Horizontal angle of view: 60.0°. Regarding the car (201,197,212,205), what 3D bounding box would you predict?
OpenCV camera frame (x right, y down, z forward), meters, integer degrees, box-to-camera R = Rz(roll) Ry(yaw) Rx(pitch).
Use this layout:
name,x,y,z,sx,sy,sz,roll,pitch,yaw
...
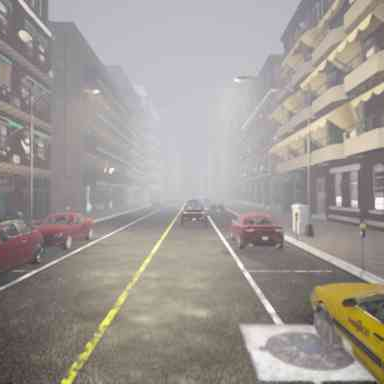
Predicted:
name,x,y,z,sx,sy,sz,roll,pitch,yaw
car,2.809,1.778,65.285,1.947,1.339,4.313,0,0,0

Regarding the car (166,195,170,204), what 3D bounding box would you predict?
name,x,y,z,sx,sy,sz,roll,pitch,yaw
car,-5.582,1.745,59.668,2.008,1.369,4.403,0,0,0

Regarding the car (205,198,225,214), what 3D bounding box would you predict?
name,x,y,z,sx,sy,sz,roll,pitch,yaw
car,2.759,1.673,37.103,2.008,1.369,4.403,0,0,0

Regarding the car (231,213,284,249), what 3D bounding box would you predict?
name,x,y,z,sx,sy,sz,roll,pitch,yaw
car,2.718,1.594,14.559,1.887,1.381,4.507,0,0,0

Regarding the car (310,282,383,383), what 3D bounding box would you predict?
name,x,y,z,sx,sy,sz,roll,pitch,yaw
car,2.698,1.537,3.457,1.752,1.417,4.829,0,0,0

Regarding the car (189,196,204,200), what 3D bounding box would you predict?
name,x,y,z,sx,sy,sz,roll,pitch,yaw
car,0.178,1.616,42.049,1.882,1.535,5.008,0,0,0

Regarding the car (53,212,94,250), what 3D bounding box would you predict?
name,x,y,z,sx,sy,sz,roll,pitch,yaw
car,-5.662,1.594,14.579,1.887,1.381,4.507,0,0,0

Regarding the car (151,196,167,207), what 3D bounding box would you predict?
name,x,y,z,sx,sy,sz,roll,pitch,yaw
car,-5.592,1.727,54.031,2.008,1.369,4.403,0,0,0

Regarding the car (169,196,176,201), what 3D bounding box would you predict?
name,x,y,z,sx,sy,sz,roll,pitch,yaw
car,-5.521,1.826,93.314,1.752,1.417,4.829,0,0,0

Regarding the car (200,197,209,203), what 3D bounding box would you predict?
name,x,y,z,sx,sy,sz,roll,pitch,yaw
car,2.829,1.829,76.557,1.802,1.307,4.206,0,0,0

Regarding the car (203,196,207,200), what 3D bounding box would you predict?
name,x,y,z,sx,sy,sz,roll,pitch,yaw
car,2.800,1.720,59.818,1.752,1.417,4.829,0,0,0

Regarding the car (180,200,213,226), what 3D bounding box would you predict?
name,x,y,z,sx,sy,sz,roll,pitch,yaw
car,0.145,1.572,24.049,2.128,1.511,4.902,0,0,0

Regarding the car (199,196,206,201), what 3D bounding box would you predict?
name,x,y,z,sx,sy,sz,roll,pitch,yaw
car,2.860,1.883,93.466,1.802,1.307,4.206,0,0,0

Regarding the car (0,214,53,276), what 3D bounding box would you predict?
name,x,y,z,sx,sy,sz,roll,pitch,yaw
car,-5.672,1.470,8.942,1.967,1.590,4.097,0,0,0

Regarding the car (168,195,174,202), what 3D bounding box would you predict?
name,x,y,z,sx,sy,sz,roll,pitch,yaw
car,-5.561,1.775,70.940,1.887,1.381,4.507,0,0,0
